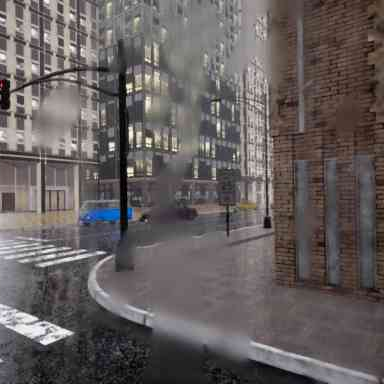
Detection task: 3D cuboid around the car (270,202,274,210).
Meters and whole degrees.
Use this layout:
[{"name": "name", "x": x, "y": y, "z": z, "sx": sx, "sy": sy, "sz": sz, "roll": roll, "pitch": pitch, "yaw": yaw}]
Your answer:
[{"name": "car", "x": 12.018, "y": 1.616, "z": 44.261, "sx": 2.128, "sy": 1.511, "sz": 4.902, "roll": -1, "pitch": -1, "yaw": 36}]

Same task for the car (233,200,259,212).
[{"name": "car", "x": 6.752, "y": 1.689, "z": 41.430, "sx": 1.752, "sy": 1.417, "sz": 4.829, "roll": -2, "pitch": -1, "yaw": 36}]

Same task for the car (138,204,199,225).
[{"name": "car", "x": -1.623, "y": 1.623, "z": 25.271, "sx": 2.033, "sy": 1.411, "sz": 5.357, "roll": -1, "pitch": -1, "yaw": 36}]

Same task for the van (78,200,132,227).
[{"name": "van", "x": -6.070, "y": 1.460, "z": 23.512, "sx": 1.690, "sy": 1.788, "sz": 3.998, "roll": -2, "pitch": -1, "yaw": 36}]
